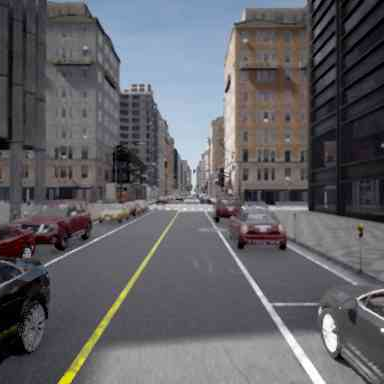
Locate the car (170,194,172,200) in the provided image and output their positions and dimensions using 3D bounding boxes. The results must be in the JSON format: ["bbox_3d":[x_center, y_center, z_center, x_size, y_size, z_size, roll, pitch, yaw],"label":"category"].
[{"bbox_3d":[-5.852,1.557,69.636,1.887,1.381,4.507,1,0,0],"label":"car"}]

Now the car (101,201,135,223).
[{"bbox_3d":[-5.850,1.529,25.524,1.752,1.417,4.829,1,0,0],"label":"car"}]

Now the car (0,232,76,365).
[{"bbox_3d":[-3.100,1.492,3.250,2.128,1.511,4.902,0,0,0],"label":"car"}]

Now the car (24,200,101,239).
[{"bbox_3d":[-5.848,1.317,14.445,2.192,1.841,5.009,1,0,0],"label":"car"}]

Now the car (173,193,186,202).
[{"bbox_3d":[-3.001,1.611,79.776,1.895,1.301,4.718,0,0,0],"label":"car"}]

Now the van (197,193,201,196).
[{"bbox_3d":[2.676,1.356,80.975,1.690,1.788,3.998,1,0,0],"label":"van"}]

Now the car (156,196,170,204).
[{"bbox_3d":[-5.852,1.555,63.963,1.887,1.381,4.507,1,0,0],"label":"car"}]

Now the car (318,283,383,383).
[{"bbox_3d":[2.675,1.551,3.188,2.008,1.369,4.403,1,0,0],"label":"car"}]

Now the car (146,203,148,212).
[{"bbox_3d":[-5.851,1.531,36.773,1.752,1.417,4.829,1,0,0],"label":"car"}]

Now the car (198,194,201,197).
[{"bbox_3d":[2.674,1.593,69.628,1.802,1.307,4.206,1,0,0],"label":"car"}]

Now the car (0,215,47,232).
[{"bbox_3d":[-5.850,1.546,8.820,1.887,1.381,4.507,1,0,0],"label":"car"}]

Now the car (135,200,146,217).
[{"bbox_3d":[-5.851,1.549,31.319,1.887,1.381,4.507,1,0,0],"label":"car"}]

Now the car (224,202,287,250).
[{"bbox_3d":[2.677,1.441,14.437,1.967,1.590,4.097,1,0,0],"label":"car"}]

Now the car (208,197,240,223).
[{"bbox_3d":[2.677,1.318,25.686,2.192,1.841,5.009,1,0,0],"label":"car"}]

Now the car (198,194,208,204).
[{"bbox_3d":[2.674,1.592,63.954,1.802,1.307,4.206,1,0,0],"label":"car"}]
